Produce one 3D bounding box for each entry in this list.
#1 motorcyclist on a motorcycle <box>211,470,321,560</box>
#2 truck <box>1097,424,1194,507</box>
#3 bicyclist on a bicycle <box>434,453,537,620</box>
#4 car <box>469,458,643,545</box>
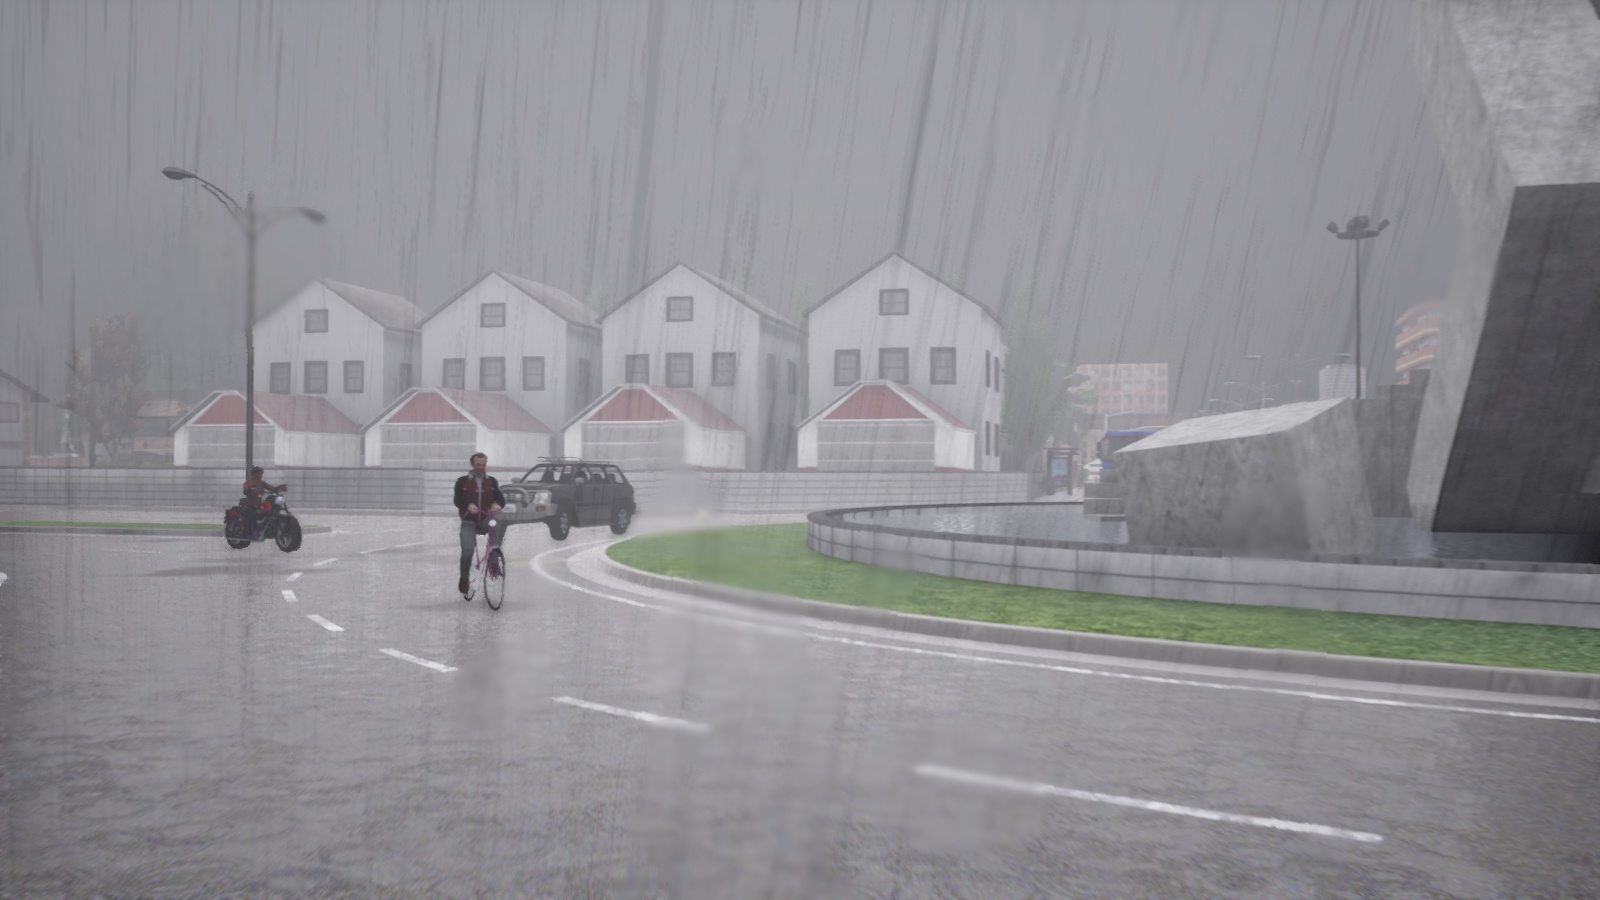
[{"bbox_3d":[-10.233,1.214,24.049,2.350,1.649,0.766,-1,0,34],"label":"motorcyclist on a motorcycle"},{"bbox_3d":[15.813,0.720,57.066,2.891,3.462,7.936,-1,-1,26],"label":"truck"},{"bbox_3d":[-3.613,0.942,14.342,0.659,1.776,1.843,1,-2,-30],"label":"bicyclist on a bicycle"},{"bbox_3d":[-5.604,1.151,29.466,1.932,1.855,4.605,-1,-1,19],"label":"car"}]
